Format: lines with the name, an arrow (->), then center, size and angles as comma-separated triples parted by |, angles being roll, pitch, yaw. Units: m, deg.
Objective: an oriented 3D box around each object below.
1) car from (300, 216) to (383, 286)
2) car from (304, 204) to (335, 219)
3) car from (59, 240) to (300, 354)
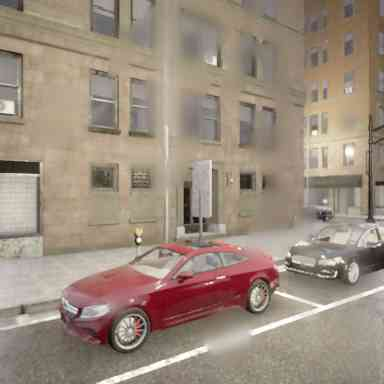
car -> 4.462, 1.556, 9.343 | 4.403, 1.369, 2.008 | 0, 0, -35
car -> 8.246, 1.529, 25.155 | 1.895, 1.301, 4.718 | 0, 0, -35
car -> -0.172, 1.584, 6.055 | 4.206, 1.307, 1.802 | 0, 0, -35
